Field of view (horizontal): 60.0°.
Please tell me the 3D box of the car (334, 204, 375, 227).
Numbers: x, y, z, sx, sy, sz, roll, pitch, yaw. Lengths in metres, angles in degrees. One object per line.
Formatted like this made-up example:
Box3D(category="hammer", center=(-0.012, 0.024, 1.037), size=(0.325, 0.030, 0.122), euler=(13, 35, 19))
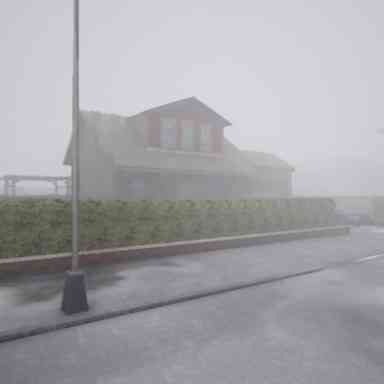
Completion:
Box3D(category="car", center=(8.821, 1.444, 21.691), size=(2.033, 1.415, 5.357), euler=(0, 0, -33))
